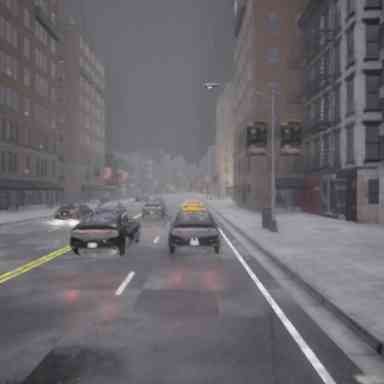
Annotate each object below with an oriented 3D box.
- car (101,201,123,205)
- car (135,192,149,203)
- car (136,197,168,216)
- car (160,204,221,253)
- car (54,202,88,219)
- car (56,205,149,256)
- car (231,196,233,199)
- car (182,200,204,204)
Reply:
[{"bbox_3d":[-6.612,1.477,27.266,1.812,1.442,4.674,0,0,0],"label":"car"},{"bbox_3d":[-9.780,1.100,65.511,2.150,2.045,5.566,0,0,0],"label":"car"},{"bbox_3d":[-3.164,1.440,28.924,2.128,1.511,4.902,0,0,0],"label":"car"},{"bbox_3d":[0.091,1.467,13.438,2.128,1.511,4.902,0,0,0],"label":"car"},{"bbox_3d":[-9.859,1.514,27.779,1.994,1.385,4.181,0,0,0],"label":"car"},{"bbox_3d":[-3.160,1.468,12.989,2.128,1.511,4.902,0,0,0],"label":"car"},{"bbox_3d":[12.364,1.453,87.104,4.313,1.339,1.947,0,0,0],"label":"car"},{"bbox_3d":[0.086,1.423,30.469,1.882,1.535,5.008,0,0,0],"label":"car"}]
